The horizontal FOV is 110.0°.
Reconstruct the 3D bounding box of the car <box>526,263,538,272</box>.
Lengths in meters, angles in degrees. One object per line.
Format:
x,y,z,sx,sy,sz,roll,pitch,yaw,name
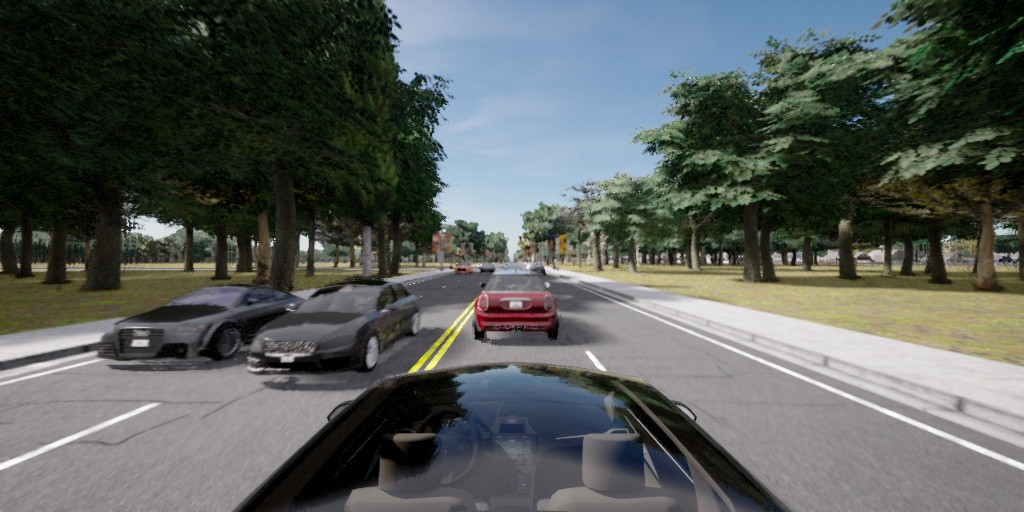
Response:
3.292,1.836,59.230,1.812,1.442,4.674,0,-1,0,car

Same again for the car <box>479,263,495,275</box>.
-3.345,1.688,49.309,1.882,1.535,5.008,0,-1,0,car

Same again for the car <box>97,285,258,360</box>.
-6.603,1.377,8.362,1.994,1.385,4.181,0,-1,0,car

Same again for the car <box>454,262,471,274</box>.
-6.595,1.562,49.293,2.097,1.767,4.553,0,-1,0,car

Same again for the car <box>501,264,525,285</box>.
0.088,1.503,30.435,1.882,1.535,5.008,0,-1,0,car

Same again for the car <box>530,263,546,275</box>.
3.331,1.710,46.734,1.812,1.442,4.674,0,-1,0,car

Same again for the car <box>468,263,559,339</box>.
0.095,1.186,10.569,2.097,1.767,4.553,0,-1,0,car

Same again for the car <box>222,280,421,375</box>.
-3.353,1.312,7.785,1.837,1.490,4.892,0,-1,0,car
